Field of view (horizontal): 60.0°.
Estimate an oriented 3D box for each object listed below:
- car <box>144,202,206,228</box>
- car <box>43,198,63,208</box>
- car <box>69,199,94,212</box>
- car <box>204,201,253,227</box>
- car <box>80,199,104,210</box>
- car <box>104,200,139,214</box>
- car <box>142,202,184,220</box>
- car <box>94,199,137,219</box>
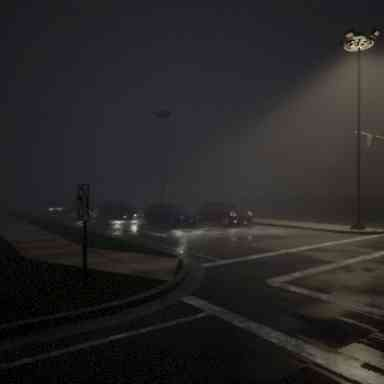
[{"bbox_3d":[-1.507,1.584,23.403,1.882,1.535,5.008,1,0,-36],"label":"car"},{"bbox_3d":[-21.207,1.652,50.647,2.033,1.411,5.357,1,0,-35],"label":"car"},{"bbox_3d":[-13.052,1.610,39.230,1.837,1.490,4.892,1,0,-36],"label":"car"},{"bbox_3d":[2.290,1.489,24.145,2.097,1.767,4.553,1,0,-36],"label":"car"},{"bbox_3d":[-14.122,1.699,46.707,1.994,1.385,4.181,1,0,-36],"label":"car"},{"bbox_3d":[-8.251,1.683,38.567,2.033,1.411,5.357,1,0,-36],"label":"car"},{"bbox_3d":[-2.795,1.700,31.101,1.994,1.385,4.181,1,0,-36],"label":"car"},{"bbox_3d":[-7.132,1.583,31.101,1.882,1.535,5.008,1,0,-36],"label":"car"}]
